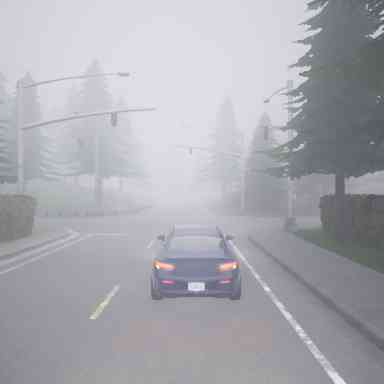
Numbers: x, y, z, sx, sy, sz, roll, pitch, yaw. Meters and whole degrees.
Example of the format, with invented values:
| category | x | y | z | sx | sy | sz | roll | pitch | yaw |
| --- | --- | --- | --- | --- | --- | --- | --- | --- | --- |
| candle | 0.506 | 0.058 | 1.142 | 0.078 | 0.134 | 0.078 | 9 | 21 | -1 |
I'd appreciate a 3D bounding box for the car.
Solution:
| category | x | y | z | sx | sy | sz | roll | pitch | yaw |
| --- | --- | --- | --- | --- | --- | --- | --- | --- | --- |
| car | 0.084 | 1.526 | 8.248 | 1.812 | 1.442 | 4.674 | 0 | 0 | 0 |
